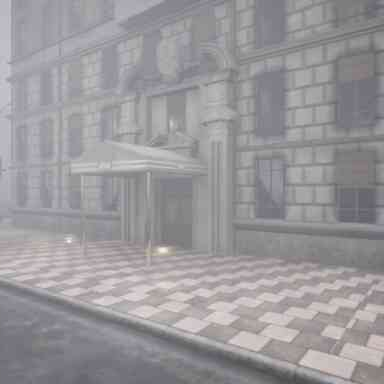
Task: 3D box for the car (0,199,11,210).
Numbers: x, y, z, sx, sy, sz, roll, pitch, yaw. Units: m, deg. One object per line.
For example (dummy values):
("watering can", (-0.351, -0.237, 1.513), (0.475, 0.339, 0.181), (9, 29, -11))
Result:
("car", (-24.157, 1.526, 40.180), (1.812, 1.442, 4.674), (0, 0, 36))
